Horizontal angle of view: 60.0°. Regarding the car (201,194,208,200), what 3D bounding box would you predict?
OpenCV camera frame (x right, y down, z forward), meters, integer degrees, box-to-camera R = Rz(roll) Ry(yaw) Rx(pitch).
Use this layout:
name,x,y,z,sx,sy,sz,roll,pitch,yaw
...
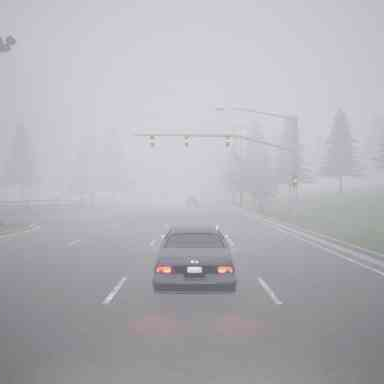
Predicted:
name,x,y,z,sx,sy,sz,roll,pitch,yaw
car,3.490,1.310,94.031,1.882,1.535,5.008,0,0,0

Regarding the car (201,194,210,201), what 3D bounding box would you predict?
name,x,y,z,sx,sy,sz,roll,pitch,yaw
car,3.491,1.492,83.611,1.837,1.490,4.892,0,0,0

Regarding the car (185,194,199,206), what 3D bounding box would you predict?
name,x,y,z,sx,sy,sz,roll,pitch,yaw
car,-0.008,1.352,52.968,2.097,1.767,4.553,0,0,0

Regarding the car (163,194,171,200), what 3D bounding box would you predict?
name,x,y,z,sx,sy,sz,roll,pitch,yaw
car,-7.010,1.385,94.030,1.994,1.385,4.181,0,0,0

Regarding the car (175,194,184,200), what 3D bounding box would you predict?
name,x,y,z,sx,sy,sz,roll,pitch,yaw
car,-3.510,1.358,94.030,2.128,1.511,4.902,0,0,0

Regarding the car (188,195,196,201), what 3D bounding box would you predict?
name,x,y,z,sx,sy,sz,roll,pitch,yaw
car,-0.009,1.531,83.611,2.033,1.411,5.357,0,0,0

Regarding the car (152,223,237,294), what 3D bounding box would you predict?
name,x,y,z,sx,sy,sz,roll,pitch,yaw
car,0.065,1.547,8.929,2.033,1.411,5.357,0,0,0

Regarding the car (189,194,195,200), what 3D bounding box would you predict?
name,x,y,z,sx,sy,sz,roll,pitch,yaw
car,-0.010,1.310,94.031,1.882,1.535,5.008,0,0,0

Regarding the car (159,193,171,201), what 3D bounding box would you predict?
name,x,y,z,sx,sy,sz,roll,pitch,yaw
car,-7.009,1.217,83.640,2.150,2.045,5.566,0,0,0

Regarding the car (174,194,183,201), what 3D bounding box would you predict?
name,x,y,z,sx,sy,sz,roll,pitch,yaw
car,-3.509,1.517,84.027,1.812,1.442,4.674,0,0,0
